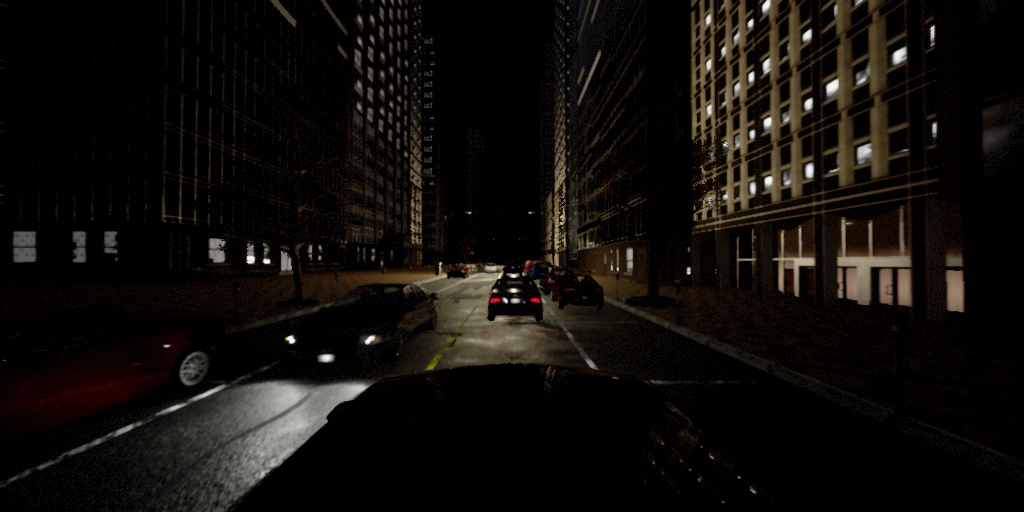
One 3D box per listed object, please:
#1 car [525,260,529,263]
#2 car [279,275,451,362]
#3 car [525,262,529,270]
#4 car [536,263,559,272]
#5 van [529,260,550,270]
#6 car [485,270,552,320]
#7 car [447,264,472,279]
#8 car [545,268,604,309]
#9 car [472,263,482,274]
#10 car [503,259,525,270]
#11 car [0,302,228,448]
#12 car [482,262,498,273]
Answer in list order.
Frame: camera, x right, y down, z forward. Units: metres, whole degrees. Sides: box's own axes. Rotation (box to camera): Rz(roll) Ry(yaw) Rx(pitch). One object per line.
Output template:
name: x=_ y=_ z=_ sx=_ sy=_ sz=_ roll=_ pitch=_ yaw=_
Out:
car: x=2.689 y=1.475 z=43.725 sx=2.192 sy=1.841 sz=5.009 roll=0 pitch=0 yaw=0
car: x=-3.088 y=1.366 z=8.723 sx=2.033 sy=1.411 sz=5.357 roll=0 pitch=0 yaw=1
car: x=2.689 y=1.657 z=38.083 sx=2.007 sy=1.370 sz=4.403 roll=0 pitch=0 yaw=0
car: x=2.691 y=1.381 z=21.160 sx=1.967 sy=1.591 sz=4.097 roll=0 pitch=0 yaw=0
van: x=2.690 y=1.393 z=32.442 sx=1.690 sy=1.789 sz=3.998 roll=0 pitch=0 yaw=0
car: x=0.100 y=1.411 z=13.237 sx=2.033 sy=1.411 sz=5.357 roll=0 pitch=-1 yaw=0
car: x=-5.691 y=1.546 z=38.055 sx=1.967 sy=1.591 sz=4.097 roll=0 pitch=0 yaw=0
car: x=2.691 y=1.431 z=15.519 sx=1.888 sy=1.381 sz=4.507 roll=0 pitch=0 yaw=0
car: x=-5.692 y=1.764 z=49.340 sx=2.007 sy=1.370 sz=4.403 roll=0 pitch=0 yaw=0
car: x=0.097 y=1.364 z=41.869 sx=2.150 sy=2.045 sz=5.566 roll=0 pitch=-1 yaw=0
car: x=-5.689 y=1.320 z=4.198 sx=1.888 sy=1.381 sz=4.507 roll=0 pitch=0 yaw=0
car: x=-3.004 y=1.783 z=53.065 sx=1.812 sy=1.442 sz=4.674 roll=0 pitch=-1 yaw=0
